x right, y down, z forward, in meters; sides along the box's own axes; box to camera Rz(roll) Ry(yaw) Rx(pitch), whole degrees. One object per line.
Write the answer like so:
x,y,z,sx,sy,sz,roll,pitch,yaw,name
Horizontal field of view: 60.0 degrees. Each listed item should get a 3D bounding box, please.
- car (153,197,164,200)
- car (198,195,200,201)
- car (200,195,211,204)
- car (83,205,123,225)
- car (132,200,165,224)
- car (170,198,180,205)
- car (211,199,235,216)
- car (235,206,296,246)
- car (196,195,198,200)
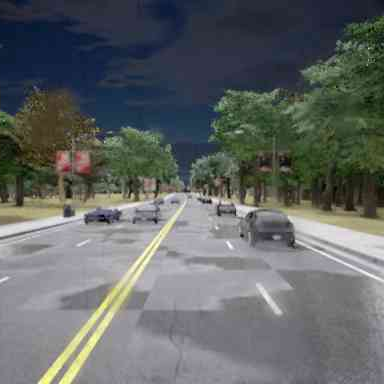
-6.555,1.790,66.541,1.837,1.490,4.892,0,0,0,car
3.127,1.867,80.617,2.163,1.488,4.792,0,0,0,car
3.188,1.788,69.576,1.882,1.535,5.008,0,0,0,car
-6.605,1.692,25.041,1.895,1.301,4.718,0,0,0,car
-3.354,1.619,25.475,1.812,1.442,4.674,0,0,0,car
-3.302,1.834,66.558,2.033,1.411,5.357,0,0,0,car
3.344,1.622,33.521,2.128,1.511,4.902,0,0,0,car
3.347,1.554,15.450,1.837,1.490,4.892,0,0,0,car
3.042,1.908,91.628,2.163,1.488,4.792,0,0,-1,car
